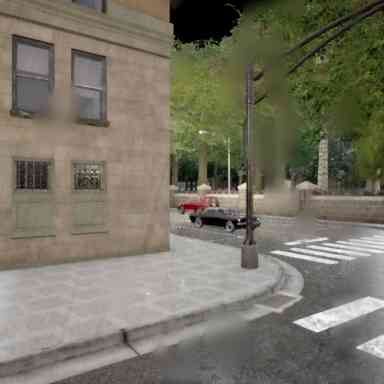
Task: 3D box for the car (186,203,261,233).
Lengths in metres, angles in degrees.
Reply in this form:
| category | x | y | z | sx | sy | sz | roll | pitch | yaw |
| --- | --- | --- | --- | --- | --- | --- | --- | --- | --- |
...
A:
| category | x | y | z | sx | sy | sz | roll | pitch | yaw |
| --- | --- | --- | --- | --- | --- | --- | --- | --- | --- |
| car | 1.882 | 1.585 | 19.901 | 1.895 | 1.301 | 4.718 | 0 | 0 | -35 |

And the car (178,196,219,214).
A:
| category | x | y | z | sx | sy | sz | roll | pitch | yaw |
| --- | --- | --- | --- | --- | --- | --- | --- | --- | --- |
| car | 0.638 | 1.284 | 31.844 | 2.192 | 1.841 | 5.009 | 0 | 0 | -35 |
